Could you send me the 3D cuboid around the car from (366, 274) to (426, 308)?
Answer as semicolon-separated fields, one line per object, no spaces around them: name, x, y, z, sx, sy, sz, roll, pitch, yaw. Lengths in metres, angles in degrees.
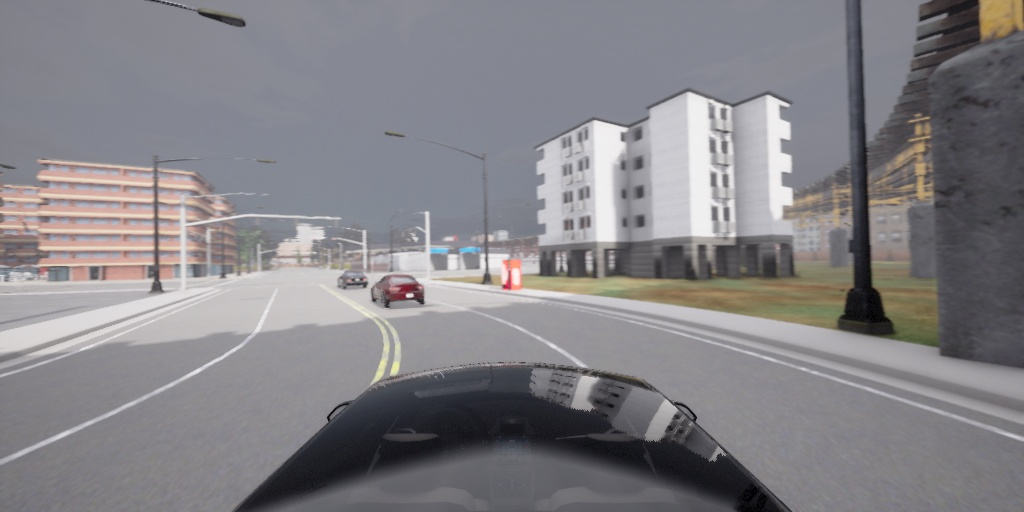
car;-5.629;1.603;17.576;1.812;1.442;4.674;-1;-1;-31

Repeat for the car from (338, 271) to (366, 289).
car;-13.392;1.958;30.117;2.033;1.411;5.357;-1;-1;-32

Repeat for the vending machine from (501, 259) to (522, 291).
vending machine;-0.014;1.208;22.437;1.100;2.100;0.880;0;0;-32
